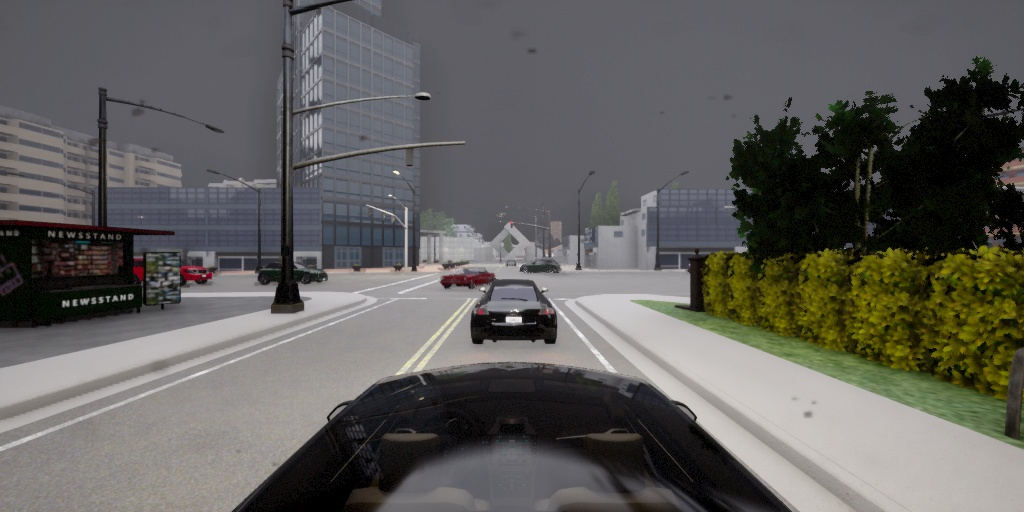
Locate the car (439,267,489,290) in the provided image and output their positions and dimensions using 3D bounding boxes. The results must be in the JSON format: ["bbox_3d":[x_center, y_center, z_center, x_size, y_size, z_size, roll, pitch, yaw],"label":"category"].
[{"bbox_3d":[-2.730,1.368,22.766,1.895,1.301,4.718,0,0,18],"label":"car"}]

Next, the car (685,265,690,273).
[{"bbox_3d":[21.198,1.177,38.330,5.008,1.535,1.882,0,0,-1],"label":"car"}]

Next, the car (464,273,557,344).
[{"bbox_3d":[0.045,1.314,9.583,1.994,1.385,4.181,0,0,0],"label":"car"}]

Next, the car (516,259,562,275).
[{"bbox_3d":[3.217,1.106,40.055,4.553,1.767,2.097,0,0,24],"label":"car"}]

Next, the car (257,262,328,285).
[{"bbox_3d":[-16.495,1.210,27.168,4.553,1.767,2.097,-1,0,-1],"label":"car"}]

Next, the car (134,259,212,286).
[{"bbox_3d":[-26.012,1.190,27.051,5.566,2.045,2.150,-1,0,-1],"label":"car"}]
